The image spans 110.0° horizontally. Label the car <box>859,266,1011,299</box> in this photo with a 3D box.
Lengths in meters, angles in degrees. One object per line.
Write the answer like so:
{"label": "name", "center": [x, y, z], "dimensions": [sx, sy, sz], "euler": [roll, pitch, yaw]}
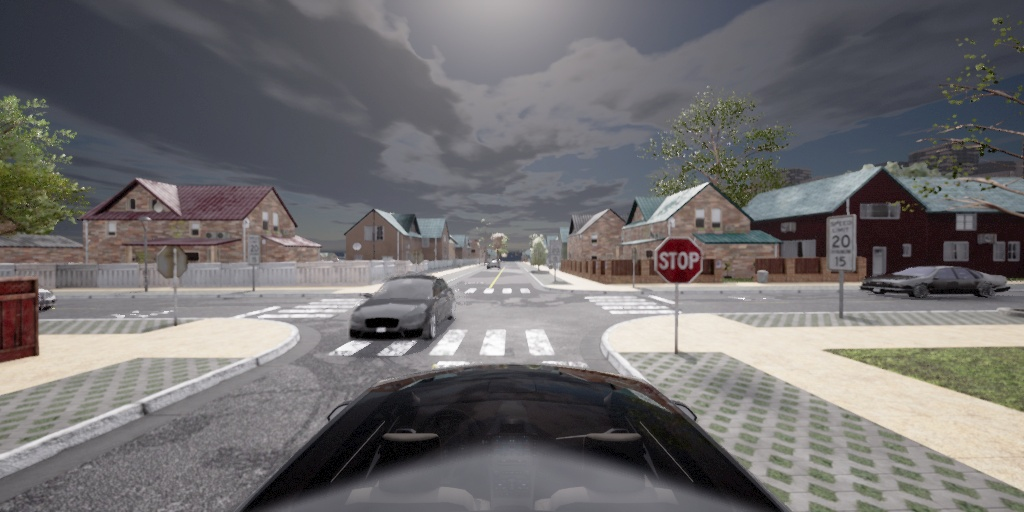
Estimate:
{"label": "car", "center": [19.345, 1.163, 16.481], "dimensions": [5.357, 1.411, 2.033], "euler": [0, 1, -2]}

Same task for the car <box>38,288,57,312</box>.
{"label": "car", "center": [-19.090, 1.374, 12.546], "dimensions": [4.674, 1.442, 1.812], "euler": [0, 1, -1]}

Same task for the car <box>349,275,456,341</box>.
{"label": "car", "center": [-2.753, 1.316, 9.971], "dimensions": [1.837, 1.490, 4.892], "euler": [0, 0, 0]}

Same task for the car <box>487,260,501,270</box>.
{"label": "car", "center": [-2.742, 1.341, 54.512], "dimensions": [1.994, 1.385, 4.181], "euler": [0, 0, 0]}
